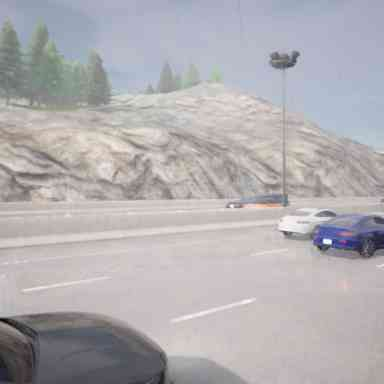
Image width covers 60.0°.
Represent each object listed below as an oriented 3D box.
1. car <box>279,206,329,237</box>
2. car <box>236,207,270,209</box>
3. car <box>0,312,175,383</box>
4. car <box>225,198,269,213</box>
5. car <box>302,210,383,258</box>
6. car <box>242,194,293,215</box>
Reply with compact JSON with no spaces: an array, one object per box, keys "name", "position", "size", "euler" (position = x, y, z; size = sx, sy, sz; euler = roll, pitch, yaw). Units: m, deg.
[{"name":"car","position":[6.372,1.525,16.894],"size":[4.674,1.442,1.812],"euler":[0,0,-36]},{"name":"car","position":[6.420,1.351,30.071],"size":[4.553,1.767,2.097],"euler":[0,0,-35]},{"name":"car","position":[-2.379,1.504,2.050],"size":[4.892,1.490,1.837],"euler":[0,0,-36]},{"name":"car","position":[6.409,1.490,38.660],"size":[4.902,1.511,2.128],"euler":[0,0,-35]},{"name":"car","position":[6.490,1.525,12.679],"size":[4.674,1.442,1.812],"euler":[0,0,-36]},{"name":"car","position":[8.098,1.218,35.569],"size":[5.566,2.045,2.150],"euler":[0,0,-35]}]
